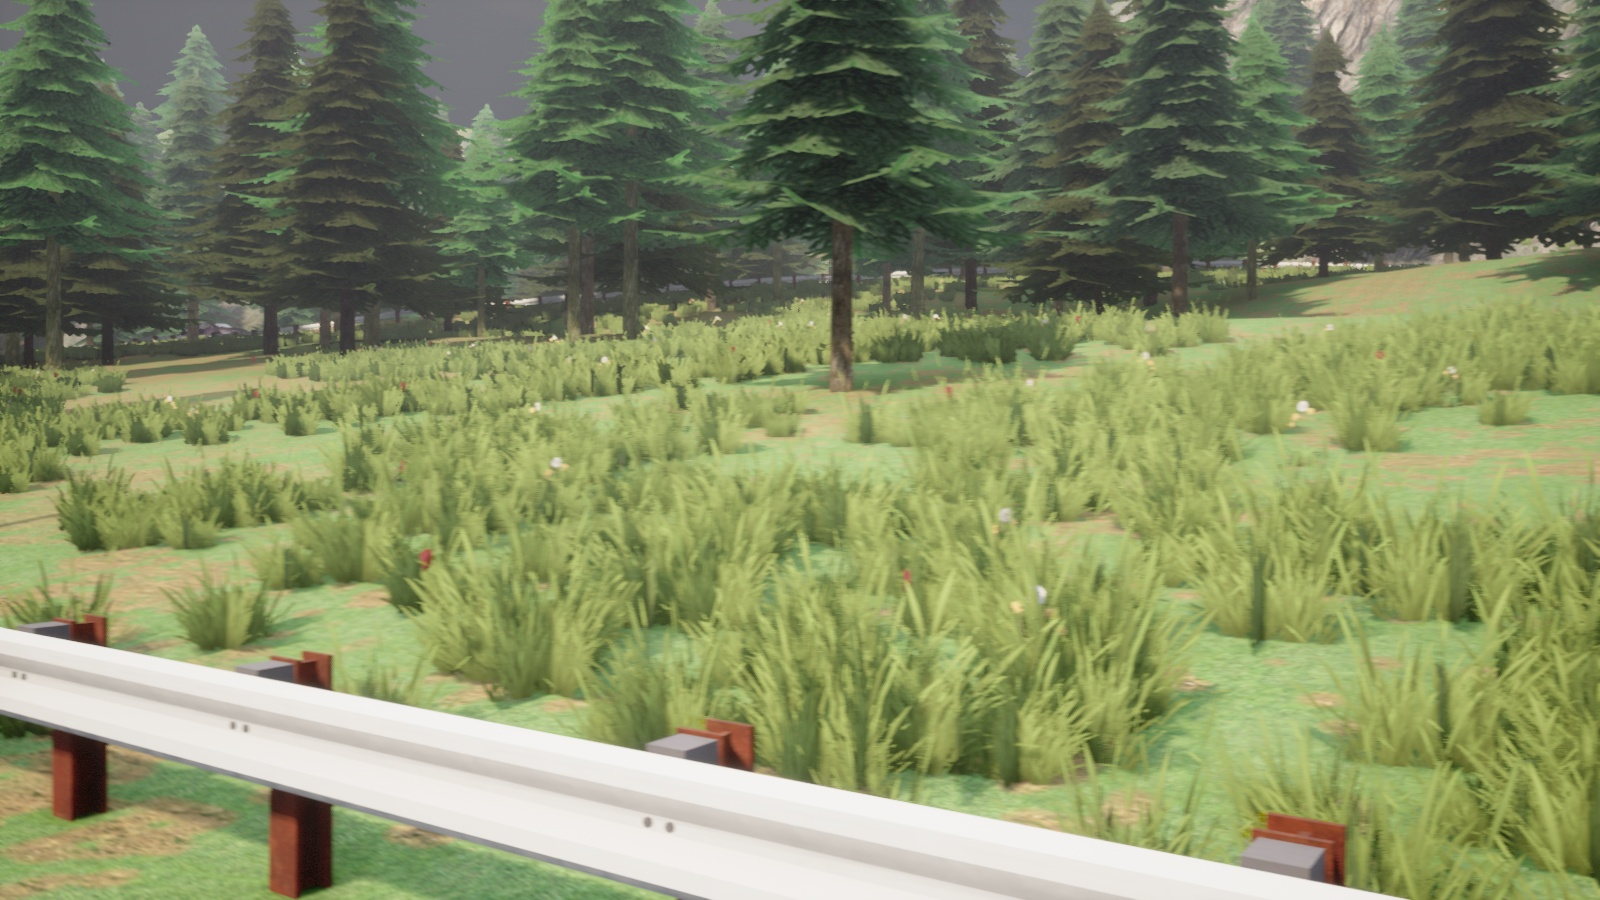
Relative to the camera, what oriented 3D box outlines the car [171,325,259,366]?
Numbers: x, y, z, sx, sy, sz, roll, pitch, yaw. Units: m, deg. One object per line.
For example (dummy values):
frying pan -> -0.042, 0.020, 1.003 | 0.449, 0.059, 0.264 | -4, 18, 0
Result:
car -> -33.474, -5.942, 71.787 | 4.856, 1.649, 2.033 | -5, -2, 30
